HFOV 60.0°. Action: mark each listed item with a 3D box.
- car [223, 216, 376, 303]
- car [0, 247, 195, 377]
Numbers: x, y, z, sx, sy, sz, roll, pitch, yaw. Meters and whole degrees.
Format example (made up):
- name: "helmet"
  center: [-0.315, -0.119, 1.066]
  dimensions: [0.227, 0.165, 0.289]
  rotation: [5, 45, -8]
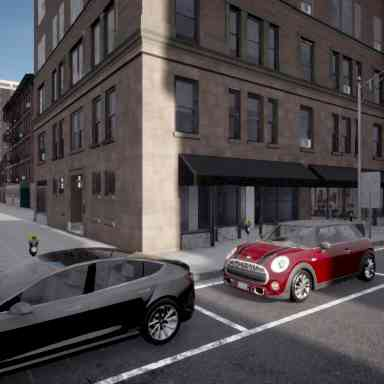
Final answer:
- name: "car"
  center: [2.675, 1.440, 8.147]
  dimensions: [4.097, 1.590, 1.967]
  rotation: [0, 0, -36]
- name: "car"
  center: [-1.929, 1.566, 4.816]
  dimensions: [4.313, 1.339, 1.947]
  rotation: [0, 0, -36]
